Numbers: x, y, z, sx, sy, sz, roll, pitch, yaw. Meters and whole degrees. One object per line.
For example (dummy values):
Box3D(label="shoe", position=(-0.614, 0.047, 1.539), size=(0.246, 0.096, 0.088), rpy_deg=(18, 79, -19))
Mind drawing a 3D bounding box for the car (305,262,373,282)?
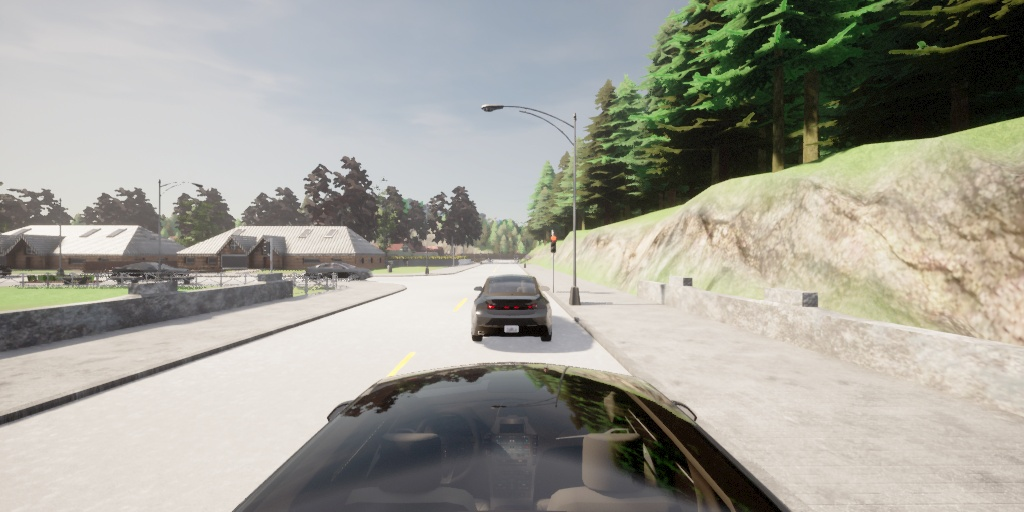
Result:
Box3D(label="car", position=(-13.544, 1.241, 28.184), size=(4.902, 1.511, 2.128), rpy_deg=(0, 0, 0))

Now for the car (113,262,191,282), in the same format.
Box3D(label="car", position=(-28.110, 1.227, 28.086), size=(5.008, 1.535, 1.882), rpy_deg=(0, 0, 0))

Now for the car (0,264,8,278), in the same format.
Box3D(label="car", position=(-43.055, 1.314, 27.974), size=(4.181, 1.385, 1.994), rpy_deg=(0, 0, 0))

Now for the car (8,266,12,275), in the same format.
Box3D(label="car", position=(-48.132, 1.228, 32.056), size=(5.008, 1.535, 1.882), rpy_deg=(0, 0, 0))

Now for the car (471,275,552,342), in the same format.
Box3D(label="car", position=(-0.009, 1.255, 9.801), size=(1.837, 1.490, 4.892), rpy_deg=(0, 0, 0))
